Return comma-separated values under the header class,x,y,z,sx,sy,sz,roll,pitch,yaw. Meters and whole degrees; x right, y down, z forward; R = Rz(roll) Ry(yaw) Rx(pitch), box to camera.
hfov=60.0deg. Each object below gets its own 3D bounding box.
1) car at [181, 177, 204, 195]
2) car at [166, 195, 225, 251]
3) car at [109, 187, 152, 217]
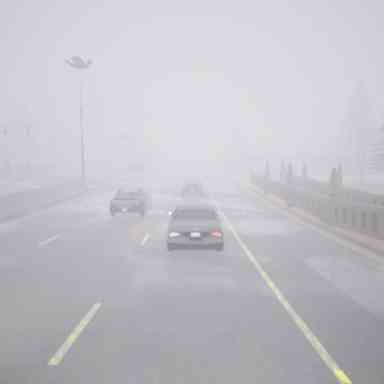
class,x,y,z,sx,sy,sz,roll,pitch,yaw
car,0.021,-0.532,28.622,1.812,1.442,4.674,0,7,0
car,0.096,1.099,11.933,2.033,1.411,5.357,0,4,0
car,-3.432,0.471,19.259,2.128,1.511,4.902,0,5,0
